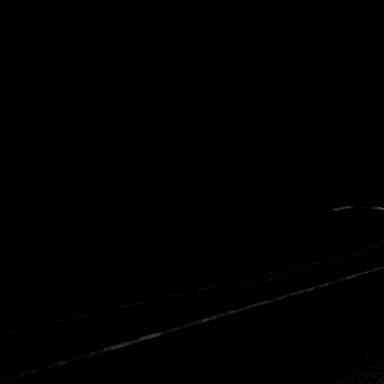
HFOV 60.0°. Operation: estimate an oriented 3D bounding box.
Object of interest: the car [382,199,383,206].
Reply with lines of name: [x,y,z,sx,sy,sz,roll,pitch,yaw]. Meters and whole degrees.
car: [21.009,0.751,32.890,4.892,1.490,1.837,-2,0,-23]
